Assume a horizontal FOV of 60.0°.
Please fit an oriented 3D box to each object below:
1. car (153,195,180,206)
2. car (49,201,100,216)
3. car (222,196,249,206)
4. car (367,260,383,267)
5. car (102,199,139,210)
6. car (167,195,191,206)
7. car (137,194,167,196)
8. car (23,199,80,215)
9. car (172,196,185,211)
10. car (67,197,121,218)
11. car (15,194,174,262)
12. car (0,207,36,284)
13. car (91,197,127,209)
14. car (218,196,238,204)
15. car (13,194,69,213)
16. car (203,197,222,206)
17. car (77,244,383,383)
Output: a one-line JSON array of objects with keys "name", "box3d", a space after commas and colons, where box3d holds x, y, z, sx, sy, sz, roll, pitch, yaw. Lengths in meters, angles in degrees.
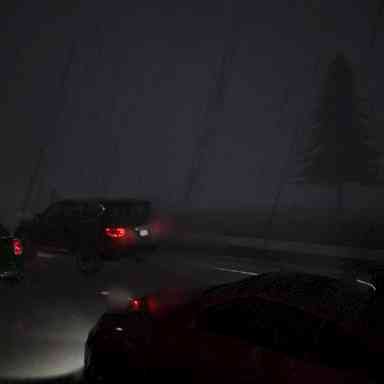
[{"name": "car", "box3d": [-4.297, 1.352, 56.148, 2.097, 1.767, 4.553, 0, 0, 36]}, {"name": "car", "box3d": [-11.879, 1.601, 33.925, 1.895, 1.301, 4.718, 0, 0, 36]}, {"name": "car", "box3d": [7.390, 1.601, 54.323, 1.895, 1.301, 4.718, 0, 0, 36]}, {"name": "car", "box3d": [5.006, 1.478, 4.717, 5.008, 1.535, 1.882, 0, 0, 35]}, {"name": "car", "box3d": [-9.284, 1.601, 43.408, 1.895, 1.301, 4.718, 0, 0, 36]}, {"name": "car", "box3d": [-2.206, 1.478, 53.084, 1.882, 1.535, 5.008, 0, 0, 36]}, {"name": "car", "box3d": [-6.118, 1.221, 41.810, 2.150, 2.045, 5.566, 0, 0, 36]}, {"name": "car", "box3d": [-14.933, 1.547, 35.679, 2.033, 1.411, 5.357, 0, 0, 36]}, {"name": "car", "box3d": [-3.593, 1.547, 39.333, 2.033, 1.411, 5.357, 0, 0, 36]}, {"name": "car", "box3d": [-9.235, 1.352, 31.604, 2.097, 1.767, 4.553, 0, 0, 36]}, {"name": "car", "box3d": [-3.505, 1.221, 10.755, 5.566, 2.045, 2.150, 0, 0, 36]}, {"name": "car", "box3d": [-6.249, 1.352, 8.414, 4.553, 1.767, 2.097, 0, 0, 36]}, {"name": "car", "box3d": [-11.465, 1.505, 46.353, 1.837, 1.490, 4.892, 0, 0, 36]}, {"name": "car", "box3d": [7.067, 1.527, 65.624, 1.812, 1.442, 4.674, 0, 0, 36]}, {"name": "car", "box3d": [-17.317, 1.222, 38.349, 2.150, 2.045, 5.566, 0, 0, 36]}, {"name": "car", "box3d": [3.985, 1.548, 55.605, 2.033, 1.411, 5.357, 0, 0, 36]}, {"name": "car", "box3d": [0.802, 1.564, 3.417, 4.181, 1.385, 1.994, 0, 0, 35]}]
